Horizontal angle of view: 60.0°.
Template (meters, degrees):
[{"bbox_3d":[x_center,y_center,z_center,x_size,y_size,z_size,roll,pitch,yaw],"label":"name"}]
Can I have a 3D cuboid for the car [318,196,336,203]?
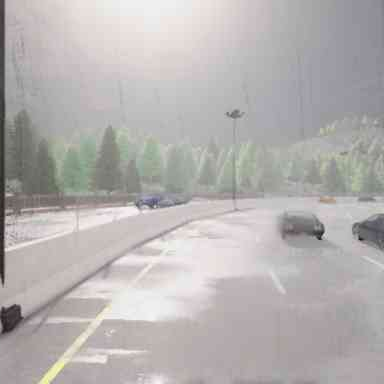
[{"bbox_3d":[27.955,1.509,68.757,5.008,1.535,1.882,0,0,-44],"label":"car"}]

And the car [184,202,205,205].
[{"bbox_3d":[0.681,1.382,38.302,1.812,1.442,4.674,1,0,22],"label":"car"}]

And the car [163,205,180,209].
[{"bbox_3d":[-2.476,1.167,39.753,2.097,1.767,4.553,1,0,23],"label":"car"}]

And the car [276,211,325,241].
[{"bbox_3d":[5.327,1.591,16.906,1.895,1.301,4.718,1,0,11],"label":"car"}]

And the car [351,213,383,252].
[{"bbox_3d":[8.270,1.582,13.684,2.033,1.411,5.357,1,0,9],"label":"car"}]

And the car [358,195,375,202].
[{"bbox_3d":[40.933,1.562,78.024,4.902,1.511,2.128,0,0,-32],"label":"car"}]
